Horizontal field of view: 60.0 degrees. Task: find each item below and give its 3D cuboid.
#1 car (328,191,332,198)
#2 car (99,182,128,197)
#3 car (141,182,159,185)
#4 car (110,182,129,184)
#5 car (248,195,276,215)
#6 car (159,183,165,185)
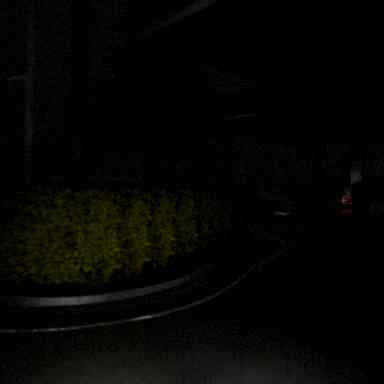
[{"bbox_3d":[23.712,0.383,62.028,2.007,1.523,4.514,0,2,-39],"label":"car"},{"bbox_3d":[-10.613,-0.387,44.923,1.932,1.855,4.605,0,2,-39],"label":"car"},{"bbox_3d":[-9.190,-1.017,68.453,1.905,1.878,3.866,0,2,-39],"label":"car"},{"bbox_3d":[-8.209,-0.111,36.747,1.905,1.878,3.866,0,2,-39],"label":"car"},{"bbox_3d":[4.409,1.003,25.262,4.892,1.490,1.837,0,2,-39],"label":"car"},{"bbox_3d":[-7.195,-0.998,70.605,1.932,1.855,4.605,0,2,-39],"label":"car"}]
